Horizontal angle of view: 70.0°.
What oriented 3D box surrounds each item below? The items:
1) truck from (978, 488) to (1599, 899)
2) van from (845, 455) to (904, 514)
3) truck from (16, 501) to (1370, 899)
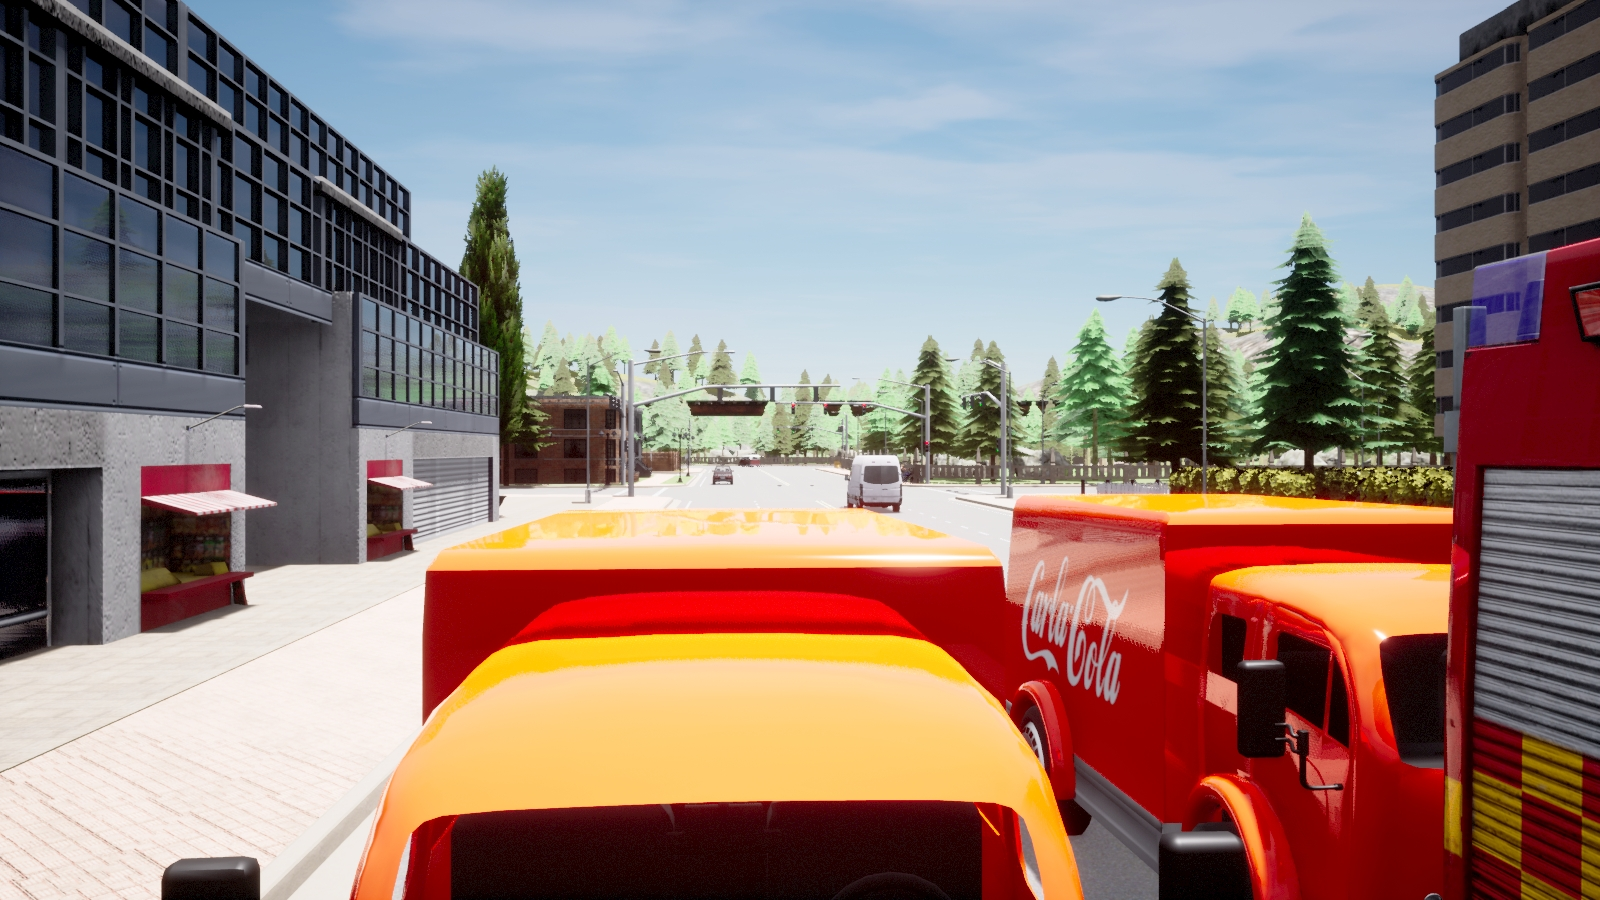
[{"bbox_3d":[3.003,1.568,7.234,2.627,2.467,5.204,0,0,-4],"label":"truck"},{"bbox_3d":[3.411,1.534,53.444,1.988,2.561,5.915,0,0,-4],"label":"van"},{"bbox_3d":[-0.347,1.568,4.821,2.627,2.467,5.204,0,0,-4],"label":"truck"}]
